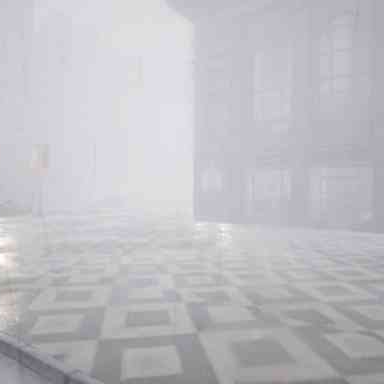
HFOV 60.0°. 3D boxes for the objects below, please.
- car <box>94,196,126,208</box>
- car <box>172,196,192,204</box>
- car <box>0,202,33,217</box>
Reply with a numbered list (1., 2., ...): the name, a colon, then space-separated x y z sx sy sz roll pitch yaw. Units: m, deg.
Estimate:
1. car: -11.608 1.312 47.292 2.097 1.767 4.553 0 0 35
2. car: -1.836 1.425 60.960 1.994 1.385 4.181 0 0 35
3. car: -16.329 1.539 29.222 1.994 1.385 4.181 0 0 35
